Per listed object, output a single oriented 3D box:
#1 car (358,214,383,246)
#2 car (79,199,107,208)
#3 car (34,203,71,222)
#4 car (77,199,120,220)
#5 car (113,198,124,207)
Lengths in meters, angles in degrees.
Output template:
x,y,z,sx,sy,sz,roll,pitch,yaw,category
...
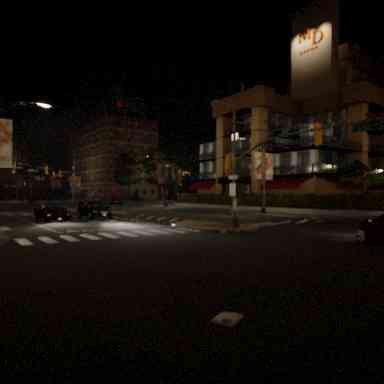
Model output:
x,y,z,sx,sy,sz,roll,pitch,yaw,category
8.471,1.576,13.491,1.882,1.535,5.008,1,0,7,car
-15.495,1.760,52.023,4.718,1.301,1.895,0,0,39,car
-11.416,1.615,27.025,2.033,1.411,5.357,0,0,-36,car
-8.509,1.581,28.981,2.128,1.511,4.902,0,0,-36,car
-12.339,1.691,54.734,1.837,1.490,4.892,0,0,-15,car
